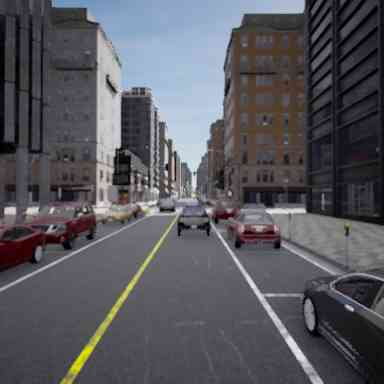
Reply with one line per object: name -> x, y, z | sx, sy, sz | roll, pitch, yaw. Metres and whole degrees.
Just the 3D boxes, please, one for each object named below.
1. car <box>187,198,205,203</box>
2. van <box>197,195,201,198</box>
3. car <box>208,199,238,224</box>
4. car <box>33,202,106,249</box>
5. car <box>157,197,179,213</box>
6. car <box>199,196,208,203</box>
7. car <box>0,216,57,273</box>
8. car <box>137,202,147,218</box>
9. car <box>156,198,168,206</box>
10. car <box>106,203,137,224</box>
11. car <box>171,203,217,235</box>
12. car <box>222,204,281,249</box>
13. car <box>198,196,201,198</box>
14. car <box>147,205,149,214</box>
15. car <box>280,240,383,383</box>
car -> 0.107, 1.728, 36.339 | 1.882, 1.535, 5.008 | 0, -1, 0
van -> 2.693, 1.907, 81.751 | 1.690, 1.788, 3.998 | 1, 0, 0
car -> 2.683, 1.497, 26.464 | 2.192, 1.841, 5.009 | 1, 0, 0
car -> -5.845, 1.419, 15.225 | 2.192, 1.841, 5.009 | 1, 0, 0
car -> -3.003, 1.760, 41.603 | 1.882, 1.535, 5.008 | 0, -1, 0
car -> 2.688, 2.028, 64.729 | 1.802, 1.307, 4.206 | 1, 0, 0
car -> -5.848, 1.610, 9.599 | 1.887, 1.381, 4.507 | 1, 0, 0
car -> -5.844, 1.765, 32.097 | 1.887, 1.381, 4.507 | 1, 0, 0
car -> -5.838, 1.991, 64.741 | 1.887, 1.381, 4.507 | 1, 0, 0
car -> -5.845, 1.706, 26.303 | 1.752, 1.417, 4.829 | 1, 0, 0
car -> 0.104, 1.629, 19.908 | 2.128, 1.511, 4.902 | 0, 0, 0
car -> 2.680, 1.545, 15.214 | 1.967, 1.590, 4.097 | 1, 0, 0
car -> 2.689, 2.068, 70.403 | 1.802, 1.307, 4.206 | 1, 0, 0
car -> -5.843, 1.783, 37.552 | 1.752, 1.417, 4.829 | 1, 0, 0
car -> 2.676, 1.579, 3.965 | 2.008, 1.369, 4.403 | 1, 0, 0
